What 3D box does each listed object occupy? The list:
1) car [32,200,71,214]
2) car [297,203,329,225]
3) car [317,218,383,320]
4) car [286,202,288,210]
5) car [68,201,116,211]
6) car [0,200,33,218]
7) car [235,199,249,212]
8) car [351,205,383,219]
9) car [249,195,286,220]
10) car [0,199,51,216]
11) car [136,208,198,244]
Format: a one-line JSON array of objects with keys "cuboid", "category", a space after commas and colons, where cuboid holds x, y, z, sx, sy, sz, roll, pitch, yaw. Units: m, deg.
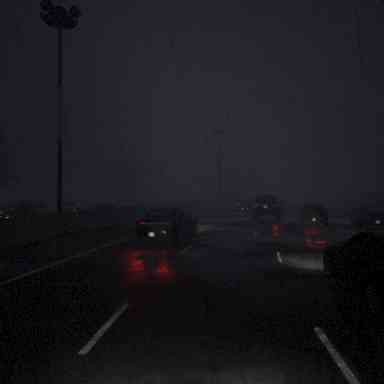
[{"cuboid": [-11.630, 1.532, 29.912, 1.812, 1.442, 4.674, 0, 0, 19], "category": "car"}, {"cuboid": [8.749, 1.556, 24.092, 1.837, 1.490, 4.892, 0, 0, 18], "category": "car"}, {"cuboid": [4.278, 1.545, 7.113, 1.812, 1.442, 4.674, 0, 0, 7], "category": "car"}, {"cuboid": [10.639, 1.640, 40.875, 1.994, 1.385, 4.181, 0, 0, 18], "category": "car"}, {"cuboid": [-8.229, 1.615, 29.054, 1.895, 1.301, 4.718, 0, 0, 19], "category": "car"}, {"cuboid": [-15.221, 1.489, 30.212, 2.128, 1.511, 4.902, 0, 0, 19], "category": "car"}, {"cuboid": [6.351, 1.569, 39.085, 1.837, 1.490, 4.892, 0, 0, 18], "category": "car"}, {"cuboid": [11.694, 1.582, 21.834, 1.812, 1.442, 4.674, 0, 0, 18], "category": "car"}, {"cuboid": [6.678, 1.273, 29.001, 2.150, 2.045, 5.566, 0, 0, 18], "category": "car"}, {"cuboid": [-17.420, 1.545, 34.598, 2.033, 1.411, 5.357, 0, 0, 19], "category": "car"}, {"cuboid": [-1.037, 1.508, 15.881, 2.128, 1.511, 4.902, 0, 0, 14], "category": "car"}]
